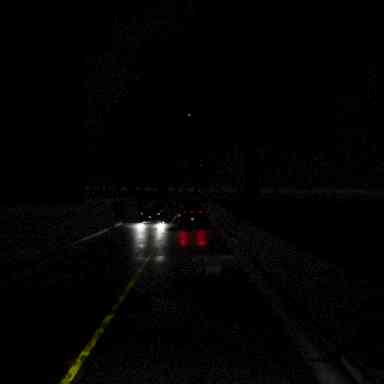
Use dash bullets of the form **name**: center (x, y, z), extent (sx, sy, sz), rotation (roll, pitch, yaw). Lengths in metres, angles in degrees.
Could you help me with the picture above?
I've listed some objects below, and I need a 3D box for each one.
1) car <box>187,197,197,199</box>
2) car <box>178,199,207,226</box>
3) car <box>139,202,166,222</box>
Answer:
- **car**: center (0.036, 1.475, 45.717), extent (1.882, 1.535, 5.008), rotation (0, 0, 0)
- **car**: center (0.050, 1.537, 23.873), extent (2.128, 1.511, 4.902), rotation (0, 0, 0)
- **car**: center (-3.081, 1.569, 26.668), extent (1.812, 1.442, 4.674), rotation (0, 0, 0)
